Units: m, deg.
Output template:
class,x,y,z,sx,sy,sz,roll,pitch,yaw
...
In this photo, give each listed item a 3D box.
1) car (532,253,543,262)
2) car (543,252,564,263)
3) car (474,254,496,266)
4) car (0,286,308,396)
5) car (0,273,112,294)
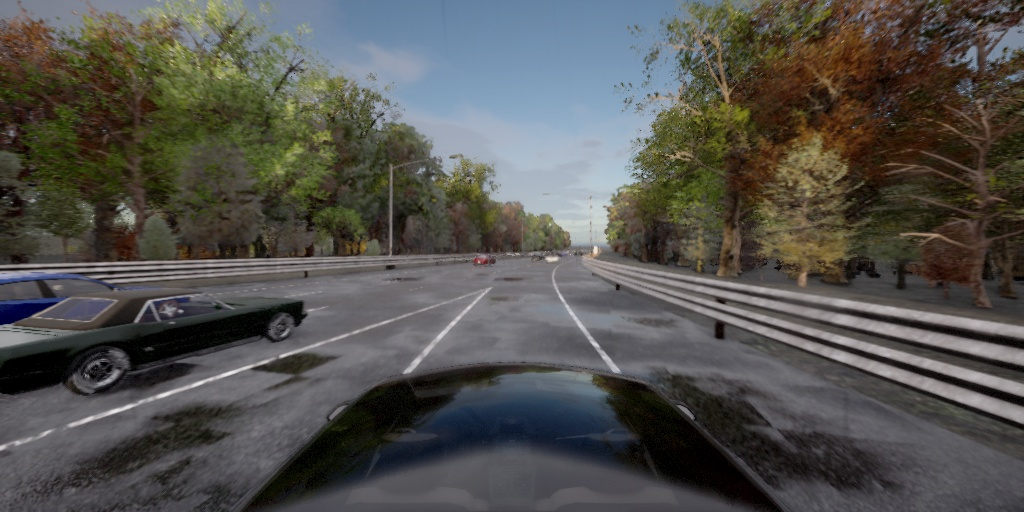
class,x,y,z,sx,sy,sz,roll,pitch,yaw
car,4.807,0.229,64.618,1.837,1.490,4.892,1,1,14
car,6.783,0.461,58.128,1.895,1.301,4.718,1,1,14
car,-3.467,0.509,46.068,1.812,1.442,4.674,1,1,14
car,-6.216,1.238,6.488,1.895,1.301,4.718,1,1,14
car,-9.607,1.075,7.338,1.882,1.535,5.008,1,1,14
